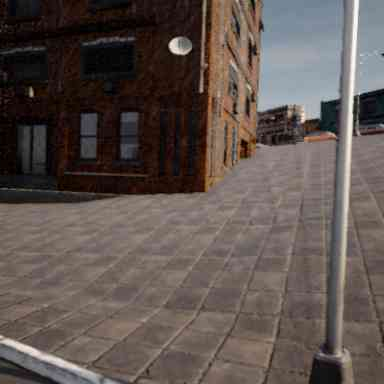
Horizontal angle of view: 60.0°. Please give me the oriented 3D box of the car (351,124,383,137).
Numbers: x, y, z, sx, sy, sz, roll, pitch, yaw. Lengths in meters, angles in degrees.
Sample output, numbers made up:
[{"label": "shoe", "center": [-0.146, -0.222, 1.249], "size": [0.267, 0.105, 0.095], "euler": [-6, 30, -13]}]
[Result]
[{"label": "car", "center": [16.411, -5.152, 29.280], "size": [2.185, 1.767, 4.553], "euler": [1, 2, -29]}]

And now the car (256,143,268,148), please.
[{"label": "car", "center": [8.420, -5.671, 43.750], "size": [2.231, 1.521, 4.892], "euler": [1, 2, -29]}]

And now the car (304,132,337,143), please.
[{"label": "car", "center": [13.746, -5.372, 34.110], "size": [2.185, 1.767, 4.553], "euler": [1, 2, -29]}]
